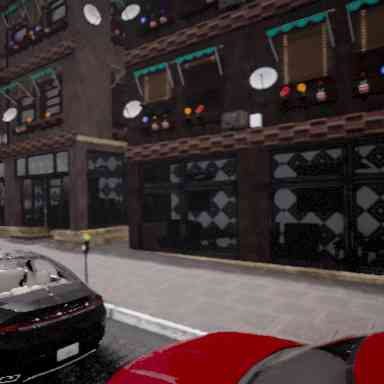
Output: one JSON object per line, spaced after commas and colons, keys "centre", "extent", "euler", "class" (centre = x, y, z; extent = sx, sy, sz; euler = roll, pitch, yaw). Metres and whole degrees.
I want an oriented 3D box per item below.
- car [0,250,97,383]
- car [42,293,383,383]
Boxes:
{"centre": [-3.160, 1.551, 4.994], "extent": [4.403, 1.369, 2.008], "euler": [0, -1, 35], "class": "car"}
{"centre": [1.346, 1.544, 1.786], "extent": [4.507, 1.381, 1.887], "euler": [0, -1, 35], "class": "car"}
